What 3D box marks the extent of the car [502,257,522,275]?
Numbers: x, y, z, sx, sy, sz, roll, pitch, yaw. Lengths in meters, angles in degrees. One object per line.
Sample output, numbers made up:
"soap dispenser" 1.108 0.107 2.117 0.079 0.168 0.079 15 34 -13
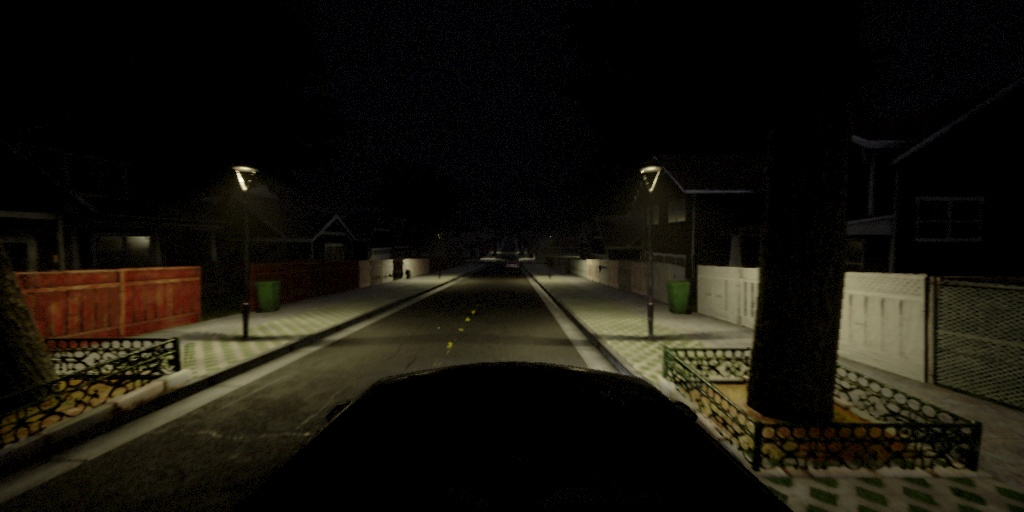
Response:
"car" -0.003 0.866 36.336 2.033 1.649 4.856 0 0 0
